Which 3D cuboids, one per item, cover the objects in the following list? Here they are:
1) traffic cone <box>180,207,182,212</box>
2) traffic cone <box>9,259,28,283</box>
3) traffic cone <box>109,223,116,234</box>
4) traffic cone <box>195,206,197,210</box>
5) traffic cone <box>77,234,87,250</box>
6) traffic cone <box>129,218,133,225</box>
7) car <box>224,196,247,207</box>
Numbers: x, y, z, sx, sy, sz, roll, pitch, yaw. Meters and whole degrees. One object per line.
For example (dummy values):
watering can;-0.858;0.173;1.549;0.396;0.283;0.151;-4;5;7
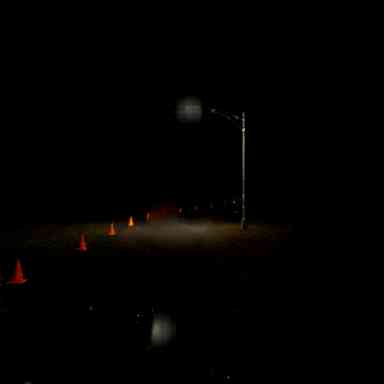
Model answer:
traffic cone;-1.324;2.077;38.956;0.340;0.580;0.340;0;0;19
traffic cone;-4.439;1.999;8.492;0.340;0.580;0.340;0;0;0
traffic cone;-4.458;2.040;18.492;0.340;0.580;0.340;0;0;0
traffic cone;0.552;2.053;43.820;0.340;0.580;0.340;0;0;24
traffic cone;-4.449;2.020;13.492;0.340;0.580;0.340;0;0;0
traffic cone;-4.337;2.062;23.652;0.340;0.580;0.340;0;0;4
car;6.600;1.364;50.717;2.097;1.767;4.553;0;1;33
